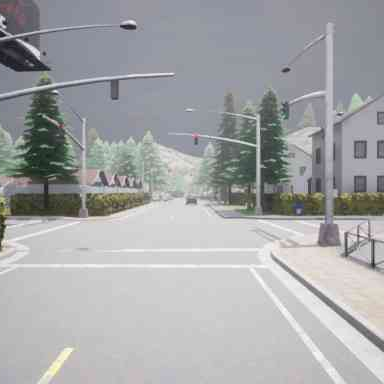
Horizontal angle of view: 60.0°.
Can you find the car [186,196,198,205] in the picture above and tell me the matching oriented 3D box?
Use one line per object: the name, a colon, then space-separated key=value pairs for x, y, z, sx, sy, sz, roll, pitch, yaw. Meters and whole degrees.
car: x=-0.081 y=1.504 z=59.182 sx=1.837 sy=1.490 sz=4.892 roll=0 pitch=0 yaw=0
